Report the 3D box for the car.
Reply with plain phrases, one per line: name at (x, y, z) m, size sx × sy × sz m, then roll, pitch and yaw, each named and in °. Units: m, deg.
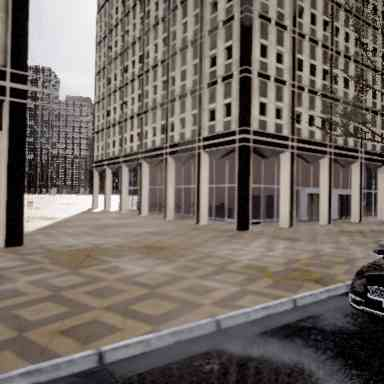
car at (5.125, 1.599, 6.718) m, size 4.892 × 1.490 × 1.837 m, roll 1°, pitch -1°, yaw -35°
